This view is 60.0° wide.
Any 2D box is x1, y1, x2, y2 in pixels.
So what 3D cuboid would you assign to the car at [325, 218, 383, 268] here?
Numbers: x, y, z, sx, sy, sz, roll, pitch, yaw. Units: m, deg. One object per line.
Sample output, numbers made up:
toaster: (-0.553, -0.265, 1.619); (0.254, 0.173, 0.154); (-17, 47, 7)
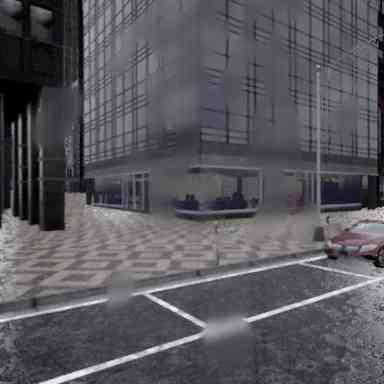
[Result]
car: (6.191, 1.559, 11.073); (4.206, 1.307, 1.802); (0, 0, -36)
